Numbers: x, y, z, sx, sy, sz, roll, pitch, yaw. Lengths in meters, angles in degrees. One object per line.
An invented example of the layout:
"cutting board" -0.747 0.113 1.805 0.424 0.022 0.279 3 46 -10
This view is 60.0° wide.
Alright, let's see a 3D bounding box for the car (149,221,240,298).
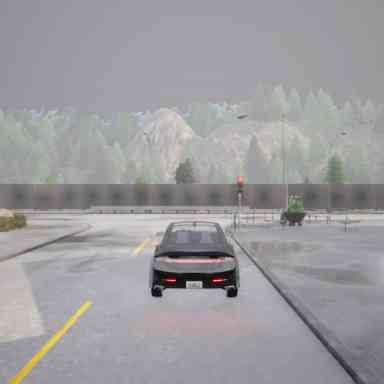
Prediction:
"car" 0.064 1.491 8.533 2.128 1.511 4.902 0 0 1
